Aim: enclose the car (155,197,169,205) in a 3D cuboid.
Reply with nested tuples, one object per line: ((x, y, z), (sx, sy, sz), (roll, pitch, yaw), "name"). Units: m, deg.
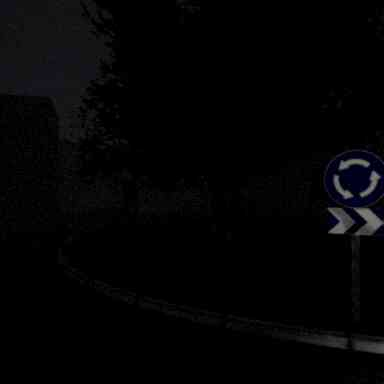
((-5.579, 1.686, 62.141), (1.882, 1.535, 5.008), (0, -1, 5), "car")
